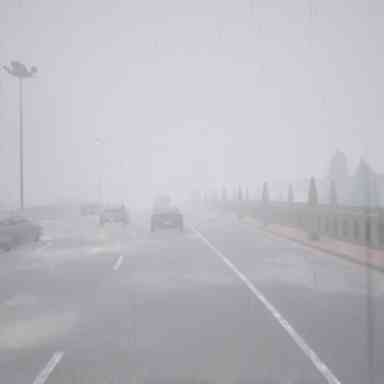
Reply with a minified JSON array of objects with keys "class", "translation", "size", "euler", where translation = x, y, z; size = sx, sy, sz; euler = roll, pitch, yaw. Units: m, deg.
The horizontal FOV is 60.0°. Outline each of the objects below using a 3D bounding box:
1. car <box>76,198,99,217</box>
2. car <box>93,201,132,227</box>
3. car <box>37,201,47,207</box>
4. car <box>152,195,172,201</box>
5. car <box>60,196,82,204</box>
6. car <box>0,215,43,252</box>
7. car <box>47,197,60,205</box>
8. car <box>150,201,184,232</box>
[{"class":"car","translation":[-10.034,1.650,34.008],"size":[1.882,1.535,5.008],"euler":[0,0,-6]},{"class":"car","translation":[-5.458,1.600,24.058],"size":[2.128,1.511,4.902],"euler":[0,0,-6]},{"class":"car","translation":[-27.208,2.343,61.995],"size":[1.812,1.442,4.674],"euler":[0,-3,-6]},{"class":"car","translation":[-3.644,1.373,40.076],"size":[2.150,2.045,5.566],"euler":[0,0,-6]},{"class":"car","translation":[-19.441,1.621,54.784],"size":[2.150,2.045,5.566],"euler":[0,-2,-5]},{"class":"car","translation":[-7.970,1.655,14.180],"size":[1.994,1.385,4.181],"euler":[0,0,-6]},{"class":"car","translation":[-23.442,1.850,59.558],"size":[2.150,2.045,5.566],"euler":[0,-3,-6]},{"class":"car","translation":[-1.587,1.550,20.702],"size":[1.882,1.535,5.008],"euler":[0,0,-6]}]
